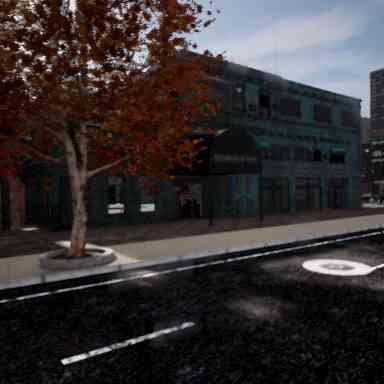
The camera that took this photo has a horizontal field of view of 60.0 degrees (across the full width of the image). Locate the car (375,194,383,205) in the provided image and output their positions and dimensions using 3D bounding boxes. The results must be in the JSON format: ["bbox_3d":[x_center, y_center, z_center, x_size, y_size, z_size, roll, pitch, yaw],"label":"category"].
[{"bbox_3d":[27.164,1.072,43.914,1.947,1.339,4.313,-3,1,-36],"label":"car"}]

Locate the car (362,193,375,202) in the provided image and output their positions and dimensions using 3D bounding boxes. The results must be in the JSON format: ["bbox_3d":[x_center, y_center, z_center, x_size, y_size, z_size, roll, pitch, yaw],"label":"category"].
[{"bbox_3d":[29.150,0.937,55.658,2.008,1.369,4.403,-3,1,-36],"label":"car"}]
